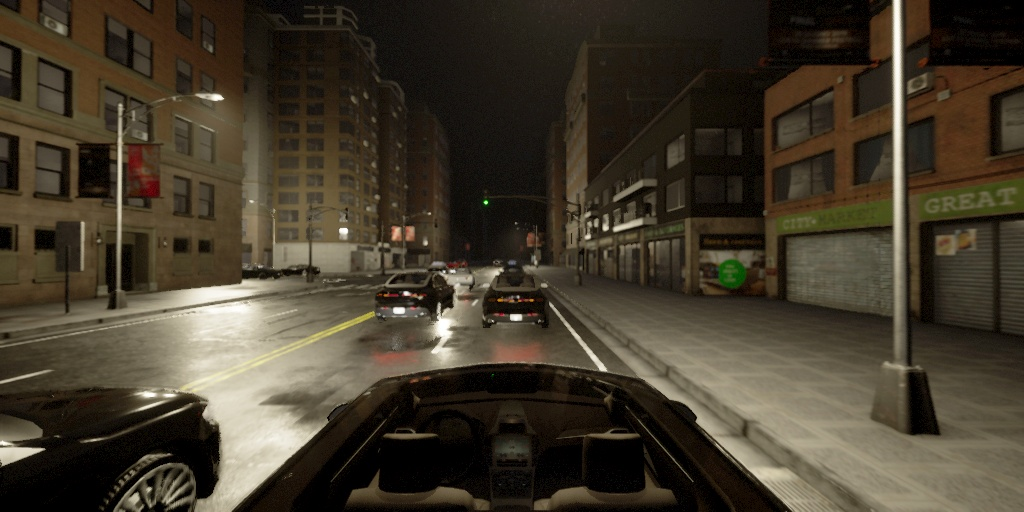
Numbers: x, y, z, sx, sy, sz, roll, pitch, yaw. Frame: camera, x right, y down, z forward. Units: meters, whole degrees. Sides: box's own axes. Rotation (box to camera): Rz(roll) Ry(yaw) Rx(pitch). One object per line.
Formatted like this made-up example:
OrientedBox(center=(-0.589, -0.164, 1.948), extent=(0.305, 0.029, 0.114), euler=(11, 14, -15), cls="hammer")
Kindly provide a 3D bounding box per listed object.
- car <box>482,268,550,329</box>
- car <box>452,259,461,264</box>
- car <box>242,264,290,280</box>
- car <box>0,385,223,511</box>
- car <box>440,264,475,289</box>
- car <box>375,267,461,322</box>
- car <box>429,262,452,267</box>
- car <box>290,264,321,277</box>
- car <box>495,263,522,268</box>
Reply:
OrientedBox(center=(0.103, 1.289, 11.387), extent=(1.837, 1.490, 4.892), euler=(0, 0, 0), cls="car")
OrientedBox(center=(-9.819, 1.565, 57.547), extent=(1.895, 1.301, 4.718), euler=(0, 0, 0), cls="car")
OrientedBox(center=(-22.538, 1.417, 31.598), extent=(4.181, 1.385, 1.994), euler=(0, -1, 0), cls="car")
OrientedBox(center=(-3.151, 1.240, 0.772), extent=(2.128, 1.511, 4.902), euler=(0, 0, 0), cls="car")
OrientedBox(center=(-3.486, 1.430, 23.704), extent=(1.895, 1.301, 4.718), euler=(0, 0, -5), cls="car")
OrientedBox(center=(-3.148, 1.292, 12.426), extent=(1.837, 1.490, 4.892), euler=(0, 0, 0), cls="car")
OrientedBox(center=(-9.841, 1.472, 47.948), extent=(2.033, 1.411, 5.357), euler=(0, 0, 0), cls="car")
OrientedBox(center=(-22.143, 1.467, 37.076), extent=(4.313, 1.339, 1.948), euler=(0, 0, 0), cls="car")
OrientedBox(center=(0.065, 1.352, 22.979), extent=(1.812, 1.442, 4.674), euler=(0, 0, 1), cls="car")
